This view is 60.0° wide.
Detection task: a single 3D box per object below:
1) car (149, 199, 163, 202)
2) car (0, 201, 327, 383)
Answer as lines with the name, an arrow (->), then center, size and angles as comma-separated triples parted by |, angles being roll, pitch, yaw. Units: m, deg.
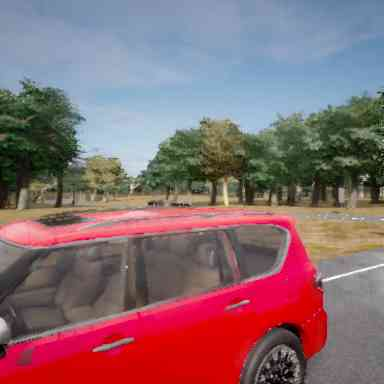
car -> -7.331, 2.222, 66.245 | 1.882, 1.535, 5.008 | 2, -2, -34
car -> -1.032, 1.221, 3.133 | 5.566, 2.045, 2.150 | 0, 0, -36
